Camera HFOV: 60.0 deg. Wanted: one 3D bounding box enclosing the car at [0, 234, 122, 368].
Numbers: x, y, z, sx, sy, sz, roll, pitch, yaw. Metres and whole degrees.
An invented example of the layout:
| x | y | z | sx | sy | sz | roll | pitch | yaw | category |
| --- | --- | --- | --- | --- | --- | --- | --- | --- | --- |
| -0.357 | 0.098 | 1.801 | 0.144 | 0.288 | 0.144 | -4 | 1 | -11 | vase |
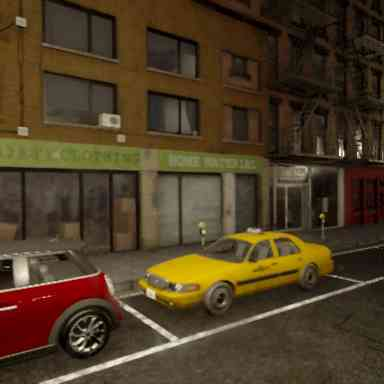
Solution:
| x | y | z | sx | sy | sz | roll | pitch | yaw | category |
| --- | --- | --- | --- | --- | --- | --- | --- | --- | --- |
| -3.116 | 1.441 | 4.320 | 4.097 | 1.590 | 1.967 | 0 | 0 | -35 | car |

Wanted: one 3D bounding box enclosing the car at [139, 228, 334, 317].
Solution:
| x | y | z | sx | sy | sz | roll | pitch | yaw | category |
| --- | --- | --- | --- | --- | --- | --- | --- | --- | --- |
| 1.223 | 1.513 | 7.411 | 4.829 | 1.417 | 1.752 | 0 | 0 | -35 | car |
